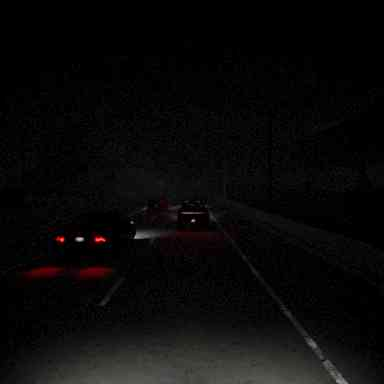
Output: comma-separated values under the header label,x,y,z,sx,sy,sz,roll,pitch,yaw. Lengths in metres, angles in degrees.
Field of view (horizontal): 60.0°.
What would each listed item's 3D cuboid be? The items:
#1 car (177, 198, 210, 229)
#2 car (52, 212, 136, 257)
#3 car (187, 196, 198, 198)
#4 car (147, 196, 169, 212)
label,x,y,z,sx,sy,sz,roll,pitch,yaw
car,0.075,1.356,20.530,2.128,1.511,4.902,0,0,0
car,-3.414,1.475,12.609,2.033,1.411,5.357,0,0,0
car,0.059,1.177,37.547,1.812,1.442,4.674,0,1,0
car,-3.437,1.171,34.289,1.882,1.535,5.008,0,1,0
